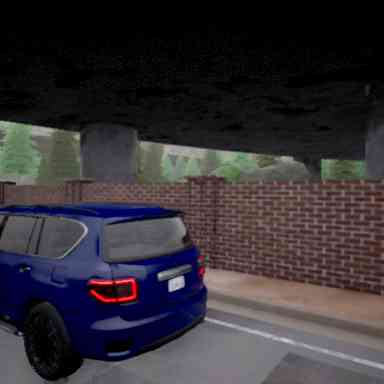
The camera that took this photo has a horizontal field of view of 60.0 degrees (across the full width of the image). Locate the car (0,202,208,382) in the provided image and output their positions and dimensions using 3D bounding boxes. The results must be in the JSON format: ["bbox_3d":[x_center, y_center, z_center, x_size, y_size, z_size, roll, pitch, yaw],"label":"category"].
[{"bbox_3d":[-2.376,1.192,5.649,5.566,2.045,2.150,1,0,35],"label":"car"}]
